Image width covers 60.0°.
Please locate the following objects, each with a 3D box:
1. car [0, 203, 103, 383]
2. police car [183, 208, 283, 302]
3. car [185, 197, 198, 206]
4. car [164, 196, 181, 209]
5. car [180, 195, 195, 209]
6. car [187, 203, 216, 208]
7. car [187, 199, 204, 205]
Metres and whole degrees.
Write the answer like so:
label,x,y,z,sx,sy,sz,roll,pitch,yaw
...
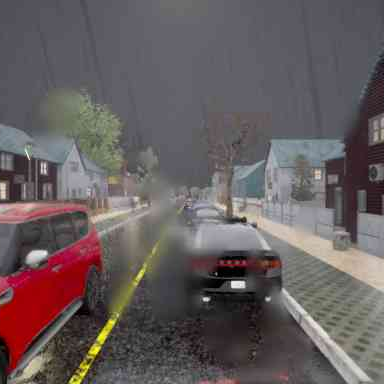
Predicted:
label,x,y,z,sx,sy,sz,roll,pitch,yaw
car,-2.860,1.222,4.591,2.150,2.045,5.566,0,0,0
police car,0.807,1.426,8.433,1.930,1.638,5.238,0,0,0
car,-0.122,1.679,58.096,2.128,1.511,4.902,0,0,0
car,-2.947,1.640,46.932,1.812,1.442,4.674,0,0,0
car,-0.074,1.595,44.910,2.128,1.511,4.902,0,0,1
car,0.786,1.536,18.323,1.812,1.442,4.674,0,0,0
car,0.774,1.500,24.324,1.882,1.535,5.008,0,0,0
